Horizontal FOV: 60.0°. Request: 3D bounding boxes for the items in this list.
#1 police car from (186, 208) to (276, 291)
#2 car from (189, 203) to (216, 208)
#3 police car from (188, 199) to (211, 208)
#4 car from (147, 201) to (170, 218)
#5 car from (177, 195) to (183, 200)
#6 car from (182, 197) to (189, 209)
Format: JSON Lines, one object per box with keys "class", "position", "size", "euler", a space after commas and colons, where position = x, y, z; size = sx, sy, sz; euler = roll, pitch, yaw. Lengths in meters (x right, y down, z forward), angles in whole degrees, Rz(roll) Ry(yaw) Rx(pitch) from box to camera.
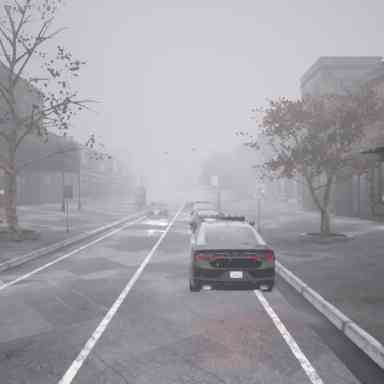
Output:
{"class": "police car", "position": [0.882, 1.460, 9.232], "size": [1.930, 1.638, 5.238], "euler": [0, 0, 0]}
{"class": "car", "position": [0.863, 1.605, 19.122], "size": [1.812, 1.442, 4.674], "euler": [0, 0, 0]}
{"class": "police car", "position": [0.851, 1.531, 25.232], "size": [1.930, 1.638, 5.238], "euler": [0, 0, 0]}
{"class": "car", "position": [-3.162, 1.625, 31.711], "size": [2.128, 1.511, 4.902], "euler": [0, 0, 0]}
{"class": "car", "position": [-3.178, 1.569, 91.469], "size": [2.033, 1.411, 5.357], "euler": [0, 0, 0]}
{"class": "car", "position": [-0.070, 1.720, 47.752], "size": [1.812, 1.442, 4.674], "euler": [0, 0, 0]}
